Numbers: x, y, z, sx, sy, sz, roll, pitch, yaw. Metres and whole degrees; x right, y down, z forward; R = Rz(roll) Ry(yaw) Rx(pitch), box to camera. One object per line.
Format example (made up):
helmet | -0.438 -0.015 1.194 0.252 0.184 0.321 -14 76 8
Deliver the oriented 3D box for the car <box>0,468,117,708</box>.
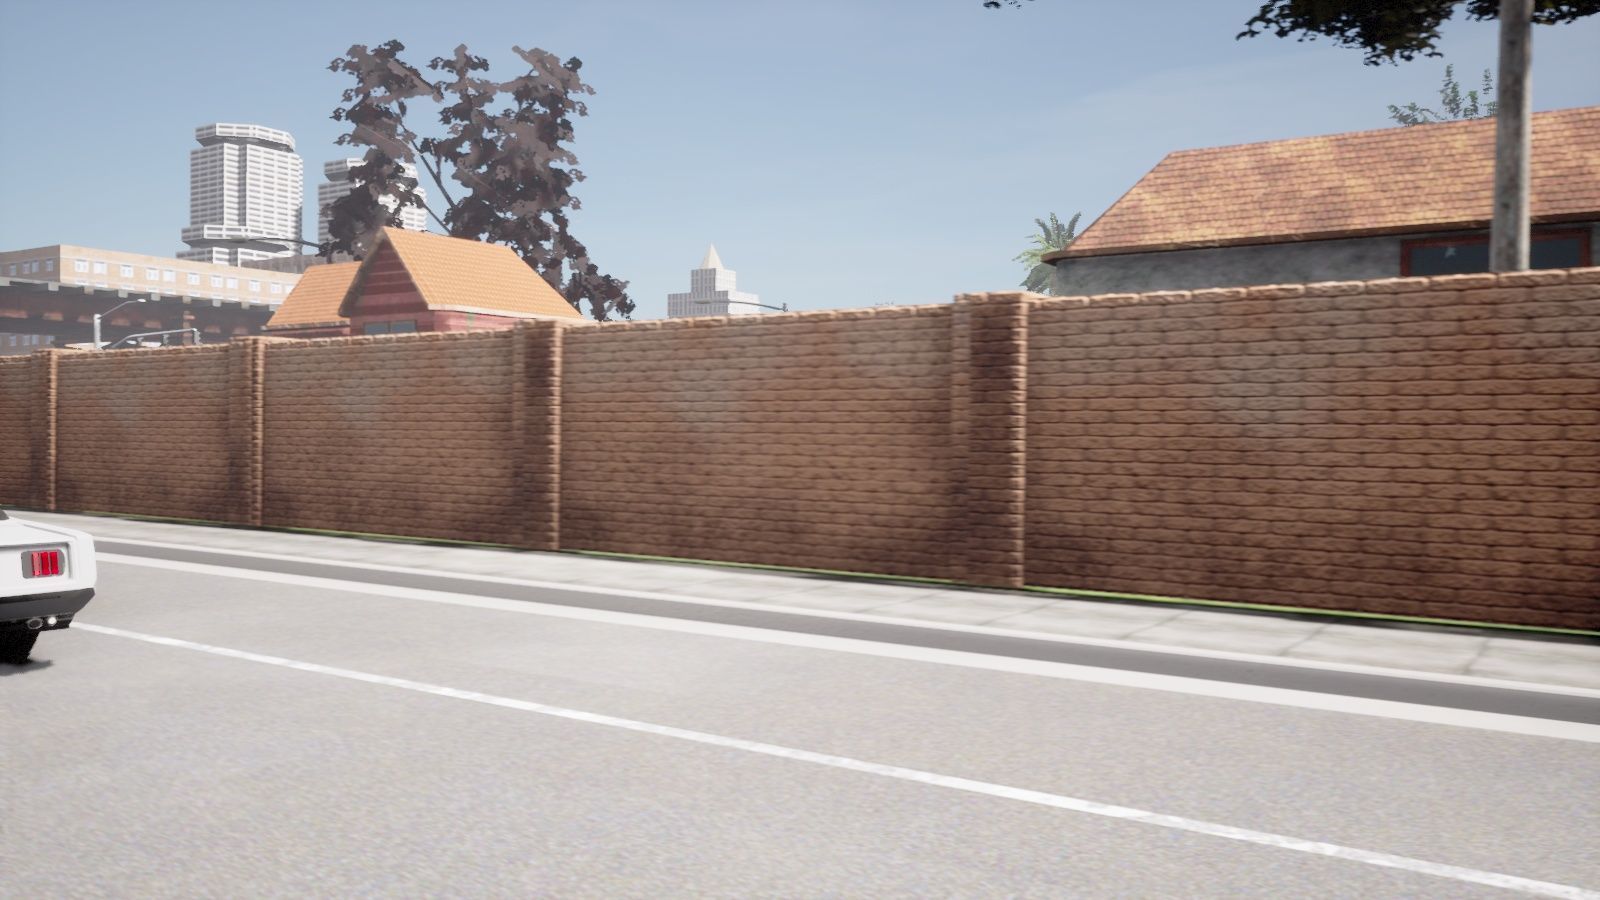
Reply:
car | -6.558 0.782 7.983 4.718 1.301 1.895 0 1 34
